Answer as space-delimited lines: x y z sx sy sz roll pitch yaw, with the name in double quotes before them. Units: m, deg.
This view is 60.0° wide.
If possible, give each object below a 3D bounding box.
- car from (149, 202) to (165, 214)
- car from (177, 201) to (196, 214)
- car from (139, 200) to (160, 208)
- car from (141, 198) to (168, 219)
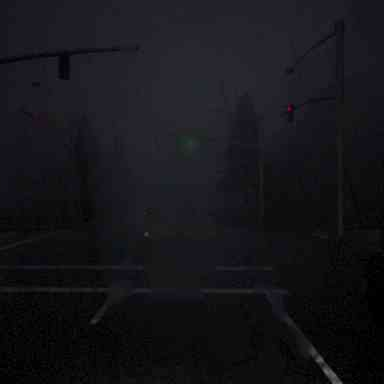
"car" -4.740 2.097 44.952 1.812 1.442 4.674 0 -1 -11
"car" -0.787 1.907 43.667 2.097 1.767 4.553 0 -1 -8
"car" -8.472 2.384 65.877 2.033 1.411 5.357 0 -1 -30
"car" -3.745 1.668 35.125 2.150 2.045 5.566 0 -1 -2
